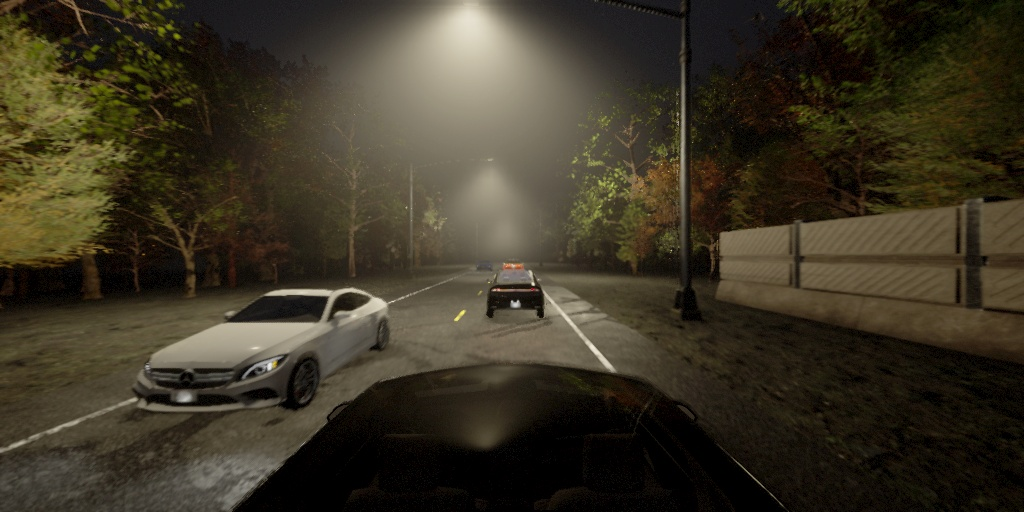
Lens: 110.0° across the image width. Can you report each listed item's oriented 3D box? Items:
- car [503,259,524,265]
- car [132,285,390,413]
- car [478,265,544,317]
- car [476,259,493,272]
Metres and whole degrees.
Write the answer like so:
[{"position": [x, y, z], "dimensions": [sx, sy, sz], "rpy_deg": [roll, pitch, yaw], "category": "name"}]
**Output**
[{"position": [0.138, 1.086, 36.343], "dimensions": [2.097, 1.767, 4.553], "rpy_deg": [0, 0, 0], "category": "car"}, {"position": [-3.596, 1.277, 6.263], "dimensions": [1.812, 1.442, 4.674], "rpy_deg": [0, 0, 0], "category": "car"}, {"position": [0.112, 1.244, 13.151], "dimensions": [2.128, 1.511, 4.902], "rpy_deg": [0, 0, 0], "category": "car"}, {"position": [-3.531, 1.201, 46.805], "dimensions": [1.882, 1.535, 5.008], "rpy_deg": [0, 0, 0], "category": "car"}]
